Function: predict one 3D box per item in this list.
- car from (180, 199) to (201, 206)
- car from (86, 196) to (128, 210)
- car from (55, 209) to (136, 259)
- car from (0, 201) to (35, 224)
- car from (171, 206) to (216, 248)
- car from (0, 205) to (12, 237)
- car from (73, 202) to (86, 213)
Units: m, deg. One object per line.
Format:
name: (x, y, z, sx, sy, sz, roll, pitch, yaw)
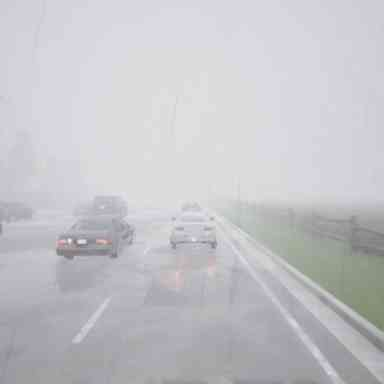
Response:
car: (-0.056, 1.697, 34.315, 1.994, 1.385, 4.181, 0, 0, 0)
car: (-7.029, 1.333, 28.726, 2.150, 2.045, 5.566, 0, 0, 0)
car: (-3.437, 1.597, 12.845, 2.033, 1.411, 5.357, 0, 0, 0)
car: (-14.008, 1.450, 25.698, 2.097, 1.767, 4.553, 0, 0, 0)
car: (0.054, 1.584, 15.054, 1.812, 1.442, 4.674, 0, 0, 0)
car: (-10.448, 1.563, 14.904, 1.837, 1.490, 4.892, 0, 0, 0)
car: (-10.556, 1.694, 33.838, 1.994, 1.385, 4.181, 0, 0, 0)
